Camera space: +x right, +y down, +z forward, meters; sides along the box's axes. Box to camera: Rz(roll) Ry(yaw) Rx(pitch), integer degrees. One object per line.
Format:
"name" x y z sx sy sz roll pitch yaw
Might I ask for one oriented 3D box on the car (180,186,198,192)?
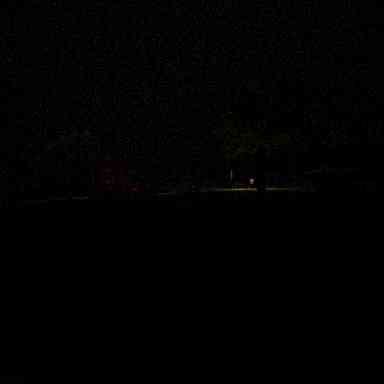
"car" -0.654 -0.627 67.471 1.994 1.385 4.181 0 2 35

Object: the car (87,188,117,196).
"car" -14.367 0.081 53.091 1.895 1.301 4.718 0 2 36

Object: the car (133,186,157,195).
"car" -8.020 -0.265 57.069 2.128 1.511 4.902 0 2 36
